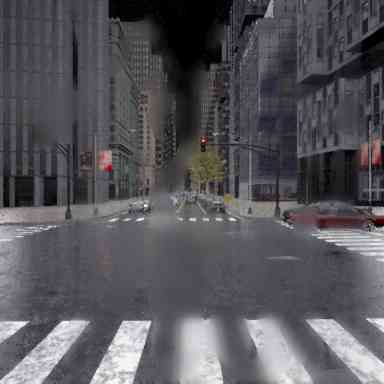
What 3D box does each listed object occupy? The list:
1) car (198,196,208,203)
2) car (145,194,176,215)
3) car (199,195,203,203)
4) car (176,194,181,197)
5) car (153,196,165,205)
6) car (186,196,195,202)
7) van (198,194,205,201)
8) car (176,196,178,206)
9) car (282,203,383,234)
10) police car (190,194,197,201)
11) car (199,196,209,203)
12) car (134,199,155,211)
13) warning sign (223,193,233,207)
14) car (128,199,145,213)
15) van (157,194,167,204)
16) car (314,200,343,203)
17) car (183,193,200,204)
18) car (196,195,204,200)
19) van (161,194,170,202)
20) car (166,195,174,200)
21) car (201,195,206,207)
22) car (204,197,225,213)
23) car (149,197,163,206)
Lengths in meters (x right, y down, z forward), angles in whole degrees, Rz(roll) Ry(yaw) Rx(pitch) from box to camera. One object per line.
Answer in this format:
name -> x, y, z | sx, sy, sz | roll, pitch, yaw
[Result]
car -> 2.435, 1.589, 73.168 | 1.947, 1.339, 4.313 | 0, 0, 0
car -> -3.178, 1.226, 34.646 | 2.150, 2.045, 5.566 | 0, 0, 0
car -> 2.564, 1.562, 52.718 | 2.008, 1.369, 4.403 | 0, 0, 0
car -> -3.293, 1.538, 54.640 | 1.812, 1.442, 4.674 | 0, 0, 0
car -> -6.014, 1.541, 61.141 | 1.752, 1.417, 4.829 | 0, 0, 0
car -> -0.334, 1.549, 74.858 | 1.812, 1.442, 4.674 | 0, 0, 0
van -> 2.368, 1.373, 83.745 | 1.690, 1.788, 3.998 | 0, 0, 0
car -> -3.241, 1.608, 44.598 | 1.895, 1.301, 4.718 | 0, 0, 0
car -> 7.544, 1.438, 17.664 | 4.718, 1.301, 1.895 | -1, 0, 0
police car -> 0.465, 1.463, 90.560 | 1.930, 1.638, 5.238 | 0, 0, 0
car -> 2.467, 1.545, 68.048 | 1.752, 1.417, 4.829 | 0, 0, 0
car -> -5.889, 1.557, 41.326 | 2.008, 1.369, 4.403 | 0, 0, 0
warning sign -> 4.918, 1.123, 45.475 | 1.300, 1.860, 1.060 | 0, 0, 0
car -> -5.858, 1.556, 36.334 | 2.008, 1.369, 4.403 | 0, 0, 0
van -> -6.050, 1.360, 66.724 | 1.690, 1.788, 3.998 | 0, 0, 0
car -> 8.238, 1.296, 20.918 | 5.008, 1.535, 1.882 | -1, 0, 0
car -> -0.156, 1.508, 62.089 | 2.128, 1.511, 4.902 | 0, 0, 0
car -> 2.302, 1.593, 94.323 | 2.008, 1.369, 4.403 | 0, 0, 0
van -> -6.118, 1.368, 77.551 | 1.690, 1.788, 3.998 | 0, 0, 0
car -> -6.220, 1.624, 93.789 | 1.802, 1.307, 4.206 | 0, 0, 0
car -> 2.598, 1.553, 47.273 | 1.887, 1.381, 4.507 | 0, 0, 0
car -> 2.667, 1.556, 36.385 | 2.008, 1.369, 4.403 | 0, 0, 0
car -> -5.981, 1.579, 55.898 | 1.947, 1.339, 4.313 | 0, 0, 0
